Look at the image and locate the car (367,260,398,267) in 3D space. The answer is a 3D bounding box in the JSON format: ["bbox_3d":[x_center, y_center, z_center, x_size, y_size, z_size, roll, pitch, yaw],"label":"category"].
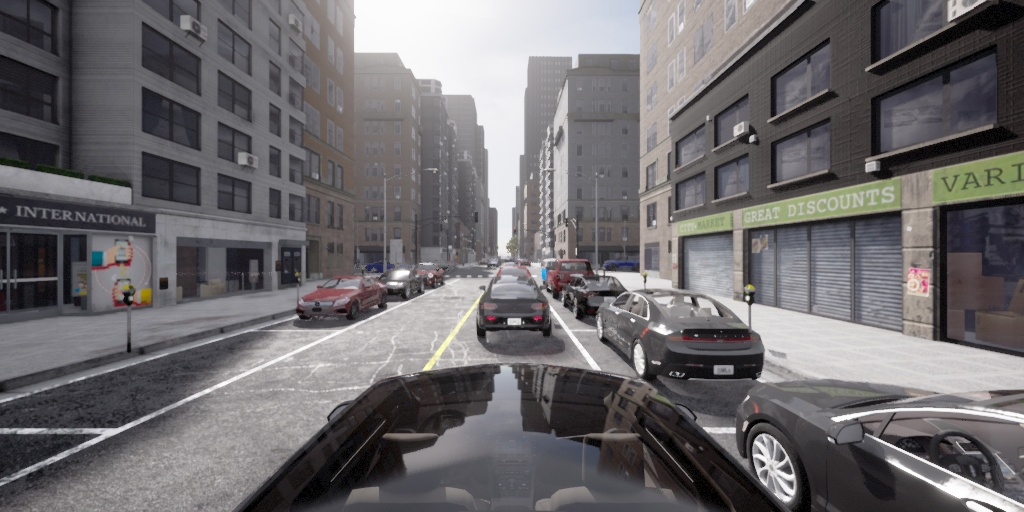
[{"bbox_3d":[-13.685,1.225,40.266,5.008,1.535,1.882,0,0,0],"label":"car"}]

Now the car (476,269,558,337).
[{"bbox_3d":[0.029,1.273,10.170,1.812,1.442,4.674,0,0,-1],"label":"car"}]

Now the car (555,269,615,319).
[{"bbox_3d":[2.848,1.313,12.540,1.948,1.339,4.313,0,0,0],"label":"car"}]

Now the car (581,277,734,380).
[{"bbox_3d":[2.854,1.299,7.016,2.007,1.370,4.403,0,0,0],"label":"car"}]

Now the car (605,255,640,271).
[{"bbox_3d":[14.788,0.948,47.132,5.566,2.045,2.150,0,0,1],"label":"car"}]

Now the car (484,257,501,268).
[{"bbox_3d":[-3.295,1.301,62.101,2.033,1.411,5.357,0,0,-1],"label":"car"}]

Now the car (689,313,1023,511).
[{"bbox_3d":[2.859,1.301,1.493,2.007,1.370,4.403,0,0,0],"label":"car"}]

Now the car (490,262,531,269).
[{"bbox_3d":[0.083,1.223,17.595,1.882,1.535,5.008,0,0,0],"label":"car"}]

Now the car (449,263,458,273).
[{"bbox_3d":[-9.084,1.236,43.546,4.902,1.511,2.128,0,0,0],"label":"car"}]

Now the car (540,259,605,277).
[{"bbox_3d":[2.843,1.060,18.064,2.192,1.841,5.009,0,0,0],"label":"car"}]

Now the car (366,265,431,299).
[{"bbox_3d":[-5.683,1.311,18.049,1.948,1.339,4.313,0,0,0],"label":"car"}]

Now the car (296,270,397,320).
[{"bbox_3d":[-5.677,1.329,12.524,1.802,1.307,4.207,0,0,0],"label":"car"}]

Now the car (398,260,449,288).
[{"bbox_3d":[-5.688,1.184,23.574,1.967,1.591,4.097,0,0,0],"label":"car"}]

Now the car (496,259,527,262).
[{"bbox_3d":[0.039,1.248,27.767,1.837,1.490,4.892,0,0,2],"label":"car"}]
